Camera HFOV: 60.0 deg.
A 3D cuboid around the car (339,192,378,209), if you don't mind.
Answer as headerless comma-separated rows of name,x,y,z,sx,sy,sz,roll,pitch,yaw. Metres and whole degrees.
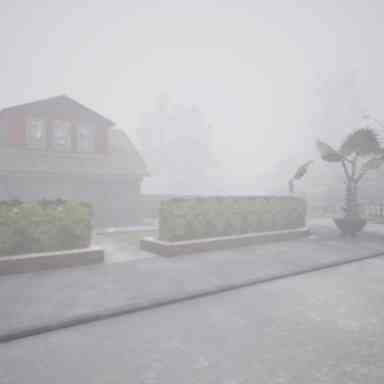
car,18.747,0.985,37.204,3.866,1.878,1.905,0,0,0
